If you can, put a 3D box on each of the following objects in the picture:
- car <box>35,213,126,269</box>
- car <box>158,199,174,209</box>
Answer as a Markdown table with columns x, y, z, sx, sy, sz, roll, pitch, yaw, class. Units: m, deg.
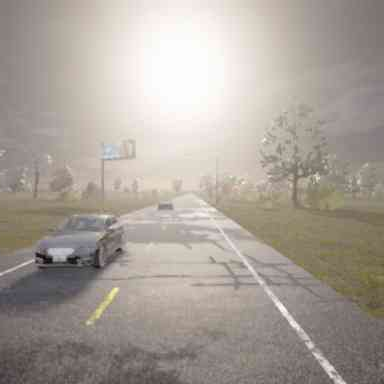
| x | y | z | sx | sy | sz | roll | pitch | yaw | class |
| --- | --- | --- | --- | --- | --- | --- | --- | --- | --- |
| -3.517 | 1.512 | 11.271 | 2.128 | 1.511 | 4.902 | 0 | 0 | 0 | car |
| -3.584 | 1.641 | 46.338 | 1.994 | 1.385 | 4.181 | 0 | 0 | 0 | car |
